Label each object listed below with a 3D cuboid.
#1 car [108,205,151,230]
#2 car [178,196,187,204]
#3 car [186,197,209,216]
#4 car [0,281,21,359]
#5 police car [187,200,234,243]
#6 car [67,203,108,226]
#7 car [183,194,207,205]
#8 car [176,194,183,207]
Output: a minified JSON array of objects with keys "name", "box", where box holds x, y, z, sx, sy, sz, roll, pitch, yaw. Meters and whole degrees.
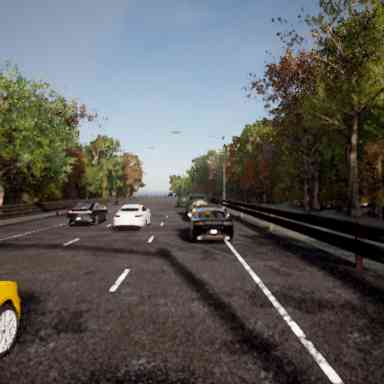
[{"name":"car","box":[-3.703,1.526,21.004,1.812,1.442,4.674,0,0,-1]},{"name":"car","box":[-2.034,1.646,69.284,1.812,1.442,4.674,0,0,-3]},{"name":"car","box":[0.636,1.462,26.421,1.801,1.575,5.366,0,0,-1]},{"name":"car","box":[-3.431,1.475,2.895,1.882,1.535,5.008,0,0,0]},{"name":"police car","box":[0.850,1.423,16.278,1.930,1.638,5.238,0,0,-1]},{"name":"car","box":[-7.260,1.494,23.535,2.128,1.511,4.902,0,0,-1]},{"name":"car","box":[0.481,1.241,32.298,2.150,2.045,5.566,0,0,-2]},{"name":"car","box":[-1.188,1.280,50.991,2.150,2.045,5.566,0,0,-2]}]
